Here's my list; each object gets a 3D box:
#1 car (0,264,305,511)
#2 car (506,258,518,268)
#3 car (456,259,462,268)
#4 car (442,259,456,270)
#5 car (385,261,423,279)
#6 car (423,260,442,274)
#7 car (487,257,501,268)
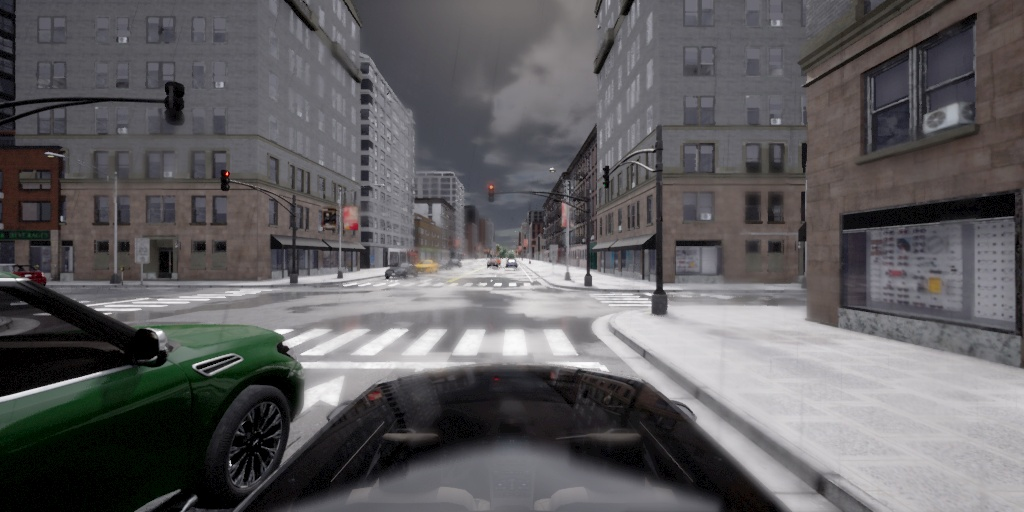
[{"bbox_3d":[-3.148,0.971,1.216,2.150,2.045,5.566,0,0,0],"label":"car"},{"bbox_3d":[-0.053,1.304,61.849,1.994,1.385,4.181,0,0,0],"label":"car"},{"bbox_3d":[-9.849,1.265,62.282,1.812,1.442,4.674,0,0,0],"label":"car"},{"bbox_3d":[-9.885,1.236,51.436,2.128,1.511,4.902,0,0,0],"label":"car"},{"bbox_3d":[-9.872,1.275,32.428,1.812,1.442,4.674,0,0,2],"label":"car"},{"bbox_3d":[-9.879,1.225,41.625,1.882,1.535,5.008,0,0,0],"label":"car"},{"bbox_3d":[-3.303,1.340,61.876,1.895,1.301,4.718,0,0,0],"label":"car"}]
